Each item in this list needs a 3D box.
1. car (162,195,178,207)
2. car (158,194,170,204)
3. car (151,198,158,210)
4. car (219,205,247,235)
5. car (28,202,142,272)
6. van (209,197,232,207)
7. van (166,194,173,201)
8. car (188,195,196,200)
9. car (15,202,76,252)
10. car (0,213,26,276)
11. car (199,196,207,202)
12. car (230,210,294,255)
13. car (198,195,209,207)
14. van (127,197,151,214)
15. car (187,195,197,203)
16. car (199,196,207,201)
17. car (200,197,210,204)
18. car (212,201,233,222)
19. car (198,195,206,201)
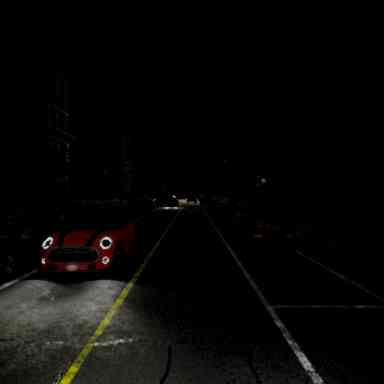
[{"bbox_3d":[-3.086,1.634,52.062,2.033,1.411,5.357,0,0,0],"label":"car"},{"bbox_3d":[-5.782,1.543,63.808,1.967,1.590,4.097,0,0,0],"label":"car"},{"bbox_3d":[-5.776,1.614,41.245,1.887,1.381,4.507,0,0,0],"label":"car"},{"bbox_3d":[2.755,1.614,18.687,1.802,1.307,4.206,0,0,0],"label":"car"},{"bbox_3d":[-3.104,1.371,10.846,2.097,1.767,4.553,0,0,0],"label":"car"},{"bbox_3d":[2.751,1.392,29.968,1.690,1.788,3.998,0,0,0],"label":"van"},{"bbox_3d":[-5.787,1.468,86.372,1.690,1.788,3.998,0,0,0],"label":"van"},{"bbox_3d":[-0.023,1.520,91.875,2.128,1.511,4.902,0,0,0],"label":"car"},{"bbox_3d":[-5.770,1.338,13.041,2.192,1.841,5.009,0,0,0],"label":"car"},{"bbox_3d":[-5.769,1.453,7.399,1.967,1.590,4.097,0,0,0],"label":"car"},{"bbox_3d":[2.740,1.647,80.904,1.752,1.417,4.829,0,0,0],"label":"car"},{"bbox_3d":[2.756,1.605,13.046,1.802,1.307,4.206,0,0,0],"label":"car"},{"bbox_3d":[2.347,1.568,54.267,1.882,1.535,5.008,0,0,0],"label":"car"},{"bbox_3d":[-5.776,1.401,35.604,1.690,1.788,3.998,0,0,0],"label":"van"},{"bbox_3d":[-0.018,1.577,72.562,1.812,1.442,4.674,0,0,0],"label":"car"},{"bbox_3d":[2.739,1.677,86.375,2.008,1.369,4.403,0,0,0],"label":"car"},{"bbox_3d":[2.743,1.676,69.452,1.947,1.339,4.313,0,0,0],"label":"car"},{"bbox_3d":[2.753,1.608,24.327,1.947,1.339,4.313,0,0,0],"label":"car"},{"bbox_3d":[2.737,1.571,92.016,1.967,1.590,4.097,0,0,0],"label":"car"}]
